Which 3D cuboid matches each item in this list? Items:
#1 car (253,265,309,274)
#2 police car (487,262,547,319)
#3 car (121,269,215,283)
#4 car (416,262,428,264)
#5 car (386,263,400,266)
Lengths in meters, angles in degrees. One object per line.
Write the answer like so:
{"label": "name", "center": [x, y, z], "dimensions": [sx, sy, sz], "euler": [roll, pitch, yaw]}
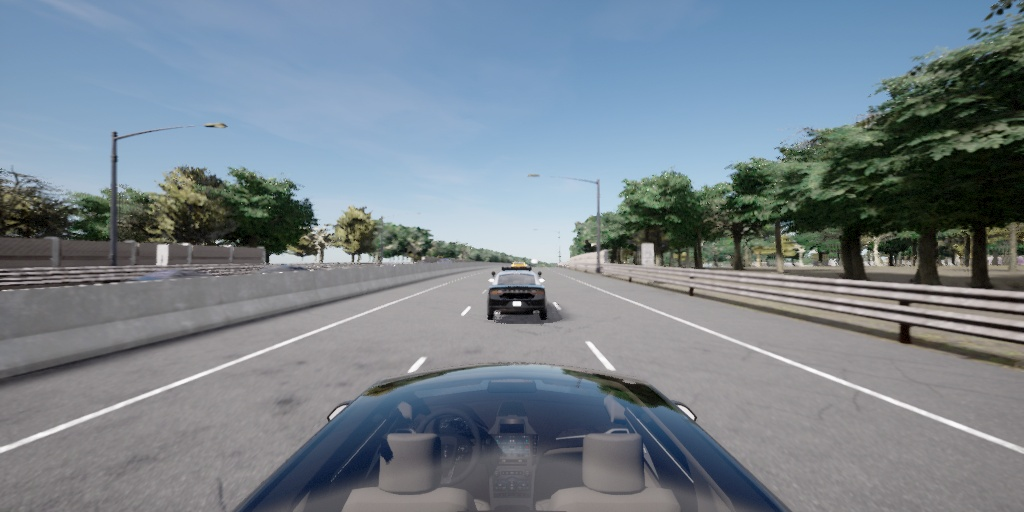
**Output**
{"label": "car", "center": [-13.916, 1.322, 21.515], "dimensions": [1.837, 1.490, 4.892], "euler": [0, -1, 1]}
{"label": "police car", "center": [0.168, 1.200, 13.063], "dimensions": [1.930, 1.638, 5.238], "euler": [0, 0, 0]}
{"label": "car", "center": [-17.464, 1.363, 18.413], "dimensions": [1.994, 1.385, 4.181], "euler": [0, 0, 1]}
{"label": "car", "center": [-15.923, 1.776, 63.134], "dimensions": [1.837, 1.490, 4.892], "euler": [0, -1, 4]}
{"label": "car", "center": [-19.643, 1.812, 58.906], "dimensions": [1.895, 1.301, 4.718], "euler": [0, -1, 3]}
